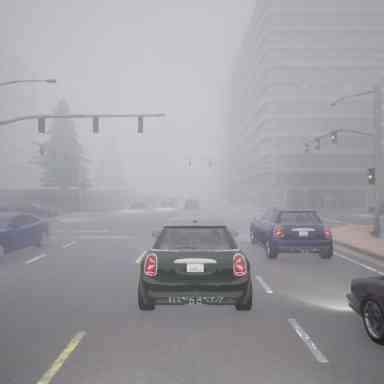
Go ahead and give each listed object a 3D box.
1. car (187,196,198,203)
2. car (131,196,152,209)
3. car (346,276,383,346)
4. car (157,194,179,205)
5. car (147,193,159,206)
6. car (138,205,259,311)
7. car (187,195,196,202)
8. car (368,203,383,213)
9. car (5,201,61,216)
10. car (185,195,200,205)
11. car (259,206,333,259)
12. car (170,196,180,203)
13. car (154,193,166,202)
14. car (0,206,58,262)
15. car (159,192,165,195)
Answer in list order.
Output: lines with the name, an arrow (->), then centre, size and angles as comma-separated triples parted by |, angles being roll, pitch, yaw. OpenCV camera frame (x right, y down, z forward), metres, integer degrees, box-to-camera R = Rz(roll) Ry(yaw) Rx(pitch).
car -> 0.071, 1.489, 67.194 | 2.128, 1.511, 4.902 | 0, 0, 0
car -> -7.121, 1.601, 45.569 | 1.895, 1.301, 4.718 | 0, 0, 0
car -> 3.597, 1.547, 3.313 | 2.033, 1.411, 5.357 | 0, 0, 0
car -> -3.620, 1.491, 51.040 | 2.128, 1.511, 4.902 | 0, 0, 0
car -> -7.114, 1.352, 54.464 | 2.097, 1.767, 4.553 | 0, 0, 0
car -> 0.067, 1.352, 7.948 | 2.097, 1.767, 4.553 | 0, 0, 0
car -> -0.036, 1.525, 81.084 | 2.128, 1.511, 4.902 | 0, 0, 0
car -> 19.922, 1.492, 32.423 | 5.357, 1.411, 2.033 | 0, 0, -18
car -> -13.092, 1.479, 26.817 | 4.674, 1.442, 1.812 | 0, 0, -5
car -> 0.024, 1.492, 44.491 | 2.128, 1.511, 4.902 | 0, 0, 1
car -> 3.581, 1.352, 12.788 | 2.097, 1.767, 4.553 | 0, 0, 0
car -> -3.532, 1.595, 71.058 | 1.895, 1.301, 4.718 | 0, 0, 0
car -> -7.033, 1.225, 74.523 | 2.150, 2.045, 5.566 | 0, 0, 0
car -> -6.922, 1.478, 11.994 | 1.882, 1.535, 5.008 | 0, 0, 1
car -> -7.077, 1.221, 63.878 | 2.150, 2.045, 5.566 | 0, 0, 0
